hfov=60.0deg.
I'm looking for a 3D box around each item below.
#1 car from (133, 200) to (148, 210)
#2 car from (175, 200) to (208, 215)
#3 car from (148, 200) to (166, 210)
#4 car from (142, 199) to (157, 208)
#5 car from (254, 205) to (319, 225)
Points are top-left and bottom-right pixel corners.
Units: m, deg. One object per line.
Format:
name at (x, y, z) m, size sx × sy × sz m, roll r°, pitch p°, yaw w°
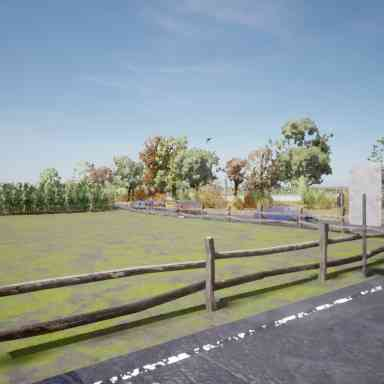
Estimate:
car at (-8.741, 2.207, 55.167) m, size 2.033 × 1.411 × 5.357 m, roll 0°, pitch 0°, yaw -17°
car at (-0.146, 1.774, 37.955) m, size 2.097 × 1.767 × 4.553 m, roll -1°, pitch 0°, yaw -32°
car at (-5.585, 2.149, 55.117) m, size 1.812 × 1.442 × 4.674 m, roll -1°, pitch -1°, yaw -17°
car at (-8.260, 2.224, 64.389) m, size 2.128 × 1.511 × 4.902 m, roll 0°, pitch 0°, yaw -16°
car at (7.435, 1.785, 26.776) m, size 2.033 × 1.411 × 5.357 m, roll -1°, pitch 0°, yaw -35°
